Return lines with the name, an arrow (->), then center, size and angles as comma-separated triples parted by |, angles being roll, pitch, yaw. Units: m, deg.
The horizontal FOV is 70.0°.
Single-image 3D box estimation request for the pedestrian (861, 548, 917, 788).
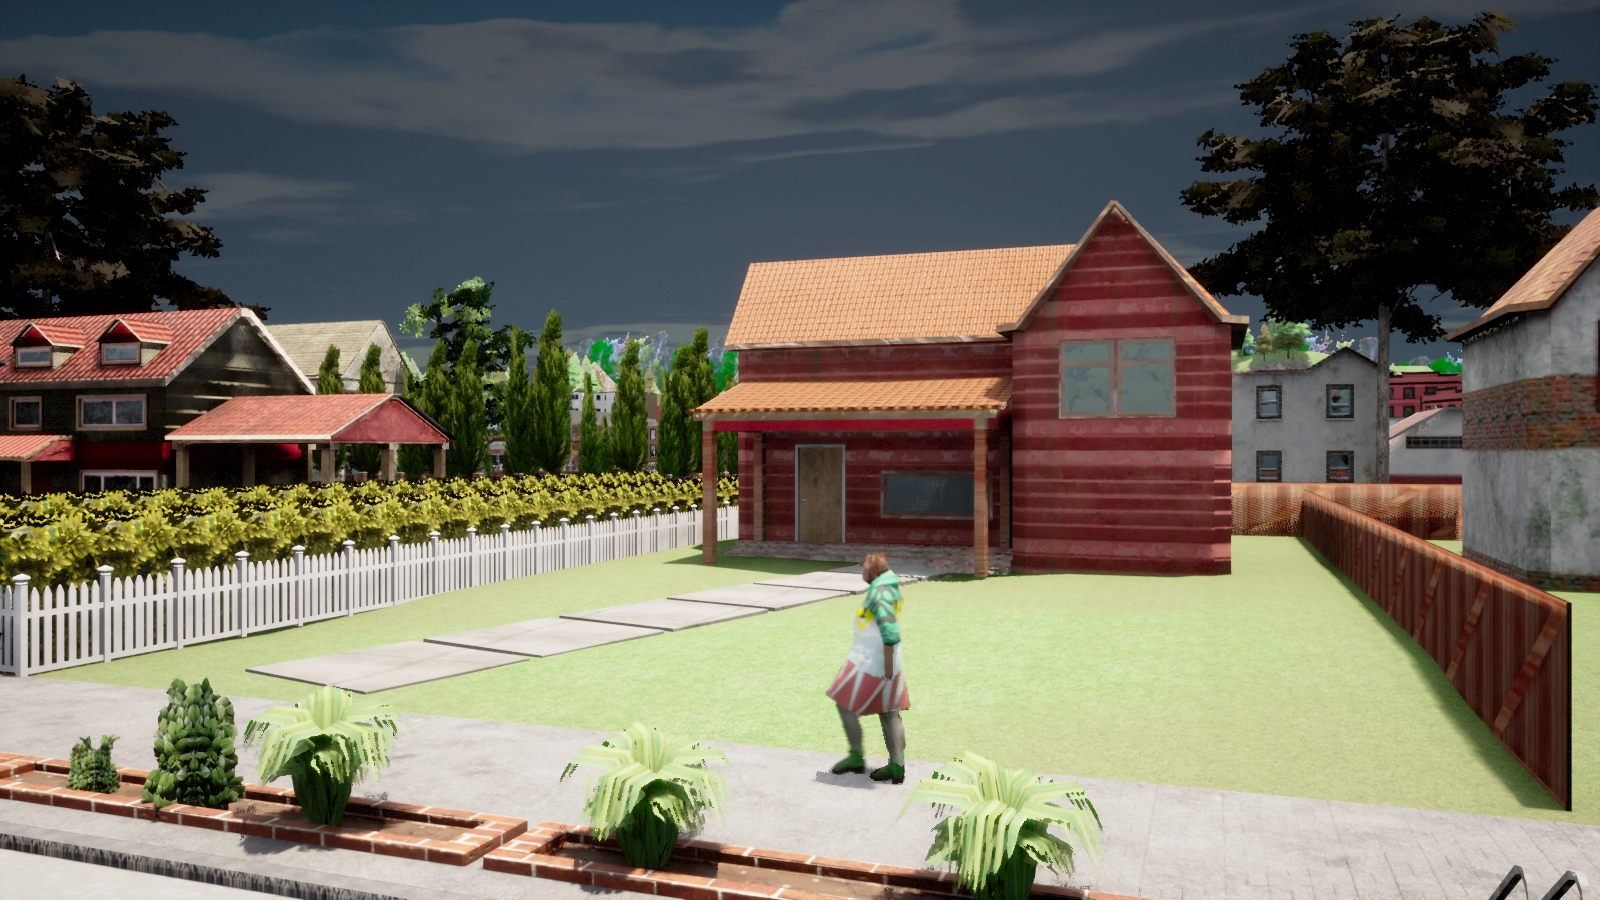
pedestrian -> 0.726, 1.744, 9.286 | 0.375, 1.860, 0.375 | 0, 0, 20
